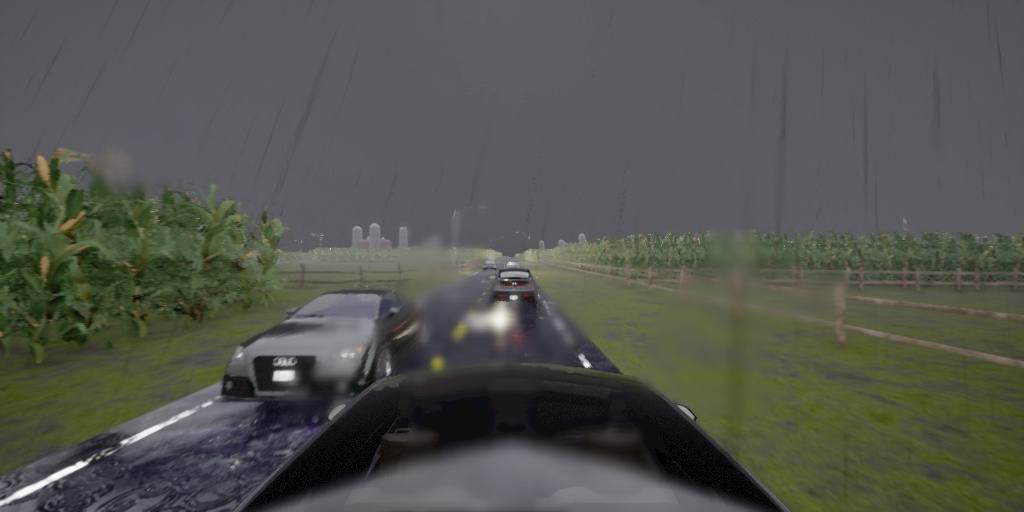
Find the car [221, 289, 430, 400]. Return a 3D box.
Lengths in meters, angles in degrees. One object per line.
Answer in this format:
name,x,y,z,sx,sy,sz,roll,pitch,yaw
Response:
car,-2.848,1.314,6.481,1.994,1.385,4.181,0,0,0

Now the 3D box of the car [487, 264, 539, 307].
car,0.103,1.253,15.349,1.837,1.490,4.892,0,0,0

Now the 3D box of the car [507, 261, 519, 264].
car,0.109,1.281,39.686,2.033,1.411,5.357,0,0,0

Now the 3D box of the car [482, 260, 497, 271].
car,-2.824,1.274,47.505,2.033,1.411,5.357,0,0,0
